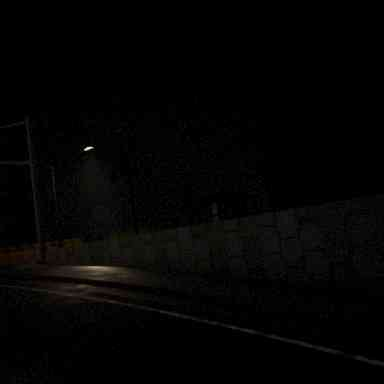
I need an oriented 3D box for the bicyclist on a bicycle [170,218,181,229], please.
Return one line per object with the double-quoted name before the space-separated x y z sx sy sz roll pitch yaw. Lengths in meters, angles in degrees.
"bicyclist on a bicycle" -1.334 2.916 27.293 1.656 1.620 0.582 -14 -8 36
